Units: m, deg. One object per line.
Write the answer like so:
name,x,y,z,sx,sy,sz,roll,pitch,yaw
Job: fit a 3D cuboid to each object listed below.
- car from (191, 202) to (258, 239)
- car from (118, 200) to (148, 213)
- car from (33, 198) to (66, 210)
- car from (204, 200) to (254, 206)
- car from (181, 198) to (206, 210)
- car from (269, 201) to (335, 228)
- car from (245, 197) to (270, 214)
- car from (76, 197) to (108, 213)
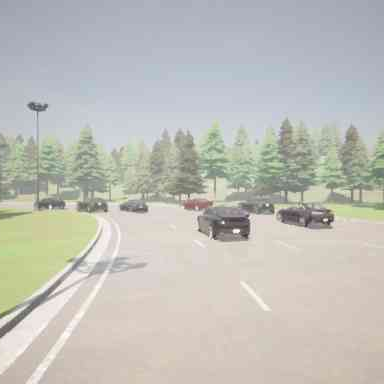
car,1.506,1.505,17.423,1.837,1.490,4.892,0,0,-12
car,-6.702,1.562,37.428,1.994,1.385,4.181,0,0,-37
car,-18.820,1.505,43.892,4.892,1.490,1.837,0,0,30
car,2.776,1.600,26.444,1.895,1.301,4.718,0,0,-17
car,0.537,1.477,39.700,1.882,1.535,5.008,0,0,-33
car,7.495,1.490,22.467,2.128,1.511,4.902,0,0,-14
car,6.784,1.354,35.653,2.097,1.767,4.553,0,0,-24
car,-11.310,1.352,37.463,2.097,1.767,4.553,0,0,-41
